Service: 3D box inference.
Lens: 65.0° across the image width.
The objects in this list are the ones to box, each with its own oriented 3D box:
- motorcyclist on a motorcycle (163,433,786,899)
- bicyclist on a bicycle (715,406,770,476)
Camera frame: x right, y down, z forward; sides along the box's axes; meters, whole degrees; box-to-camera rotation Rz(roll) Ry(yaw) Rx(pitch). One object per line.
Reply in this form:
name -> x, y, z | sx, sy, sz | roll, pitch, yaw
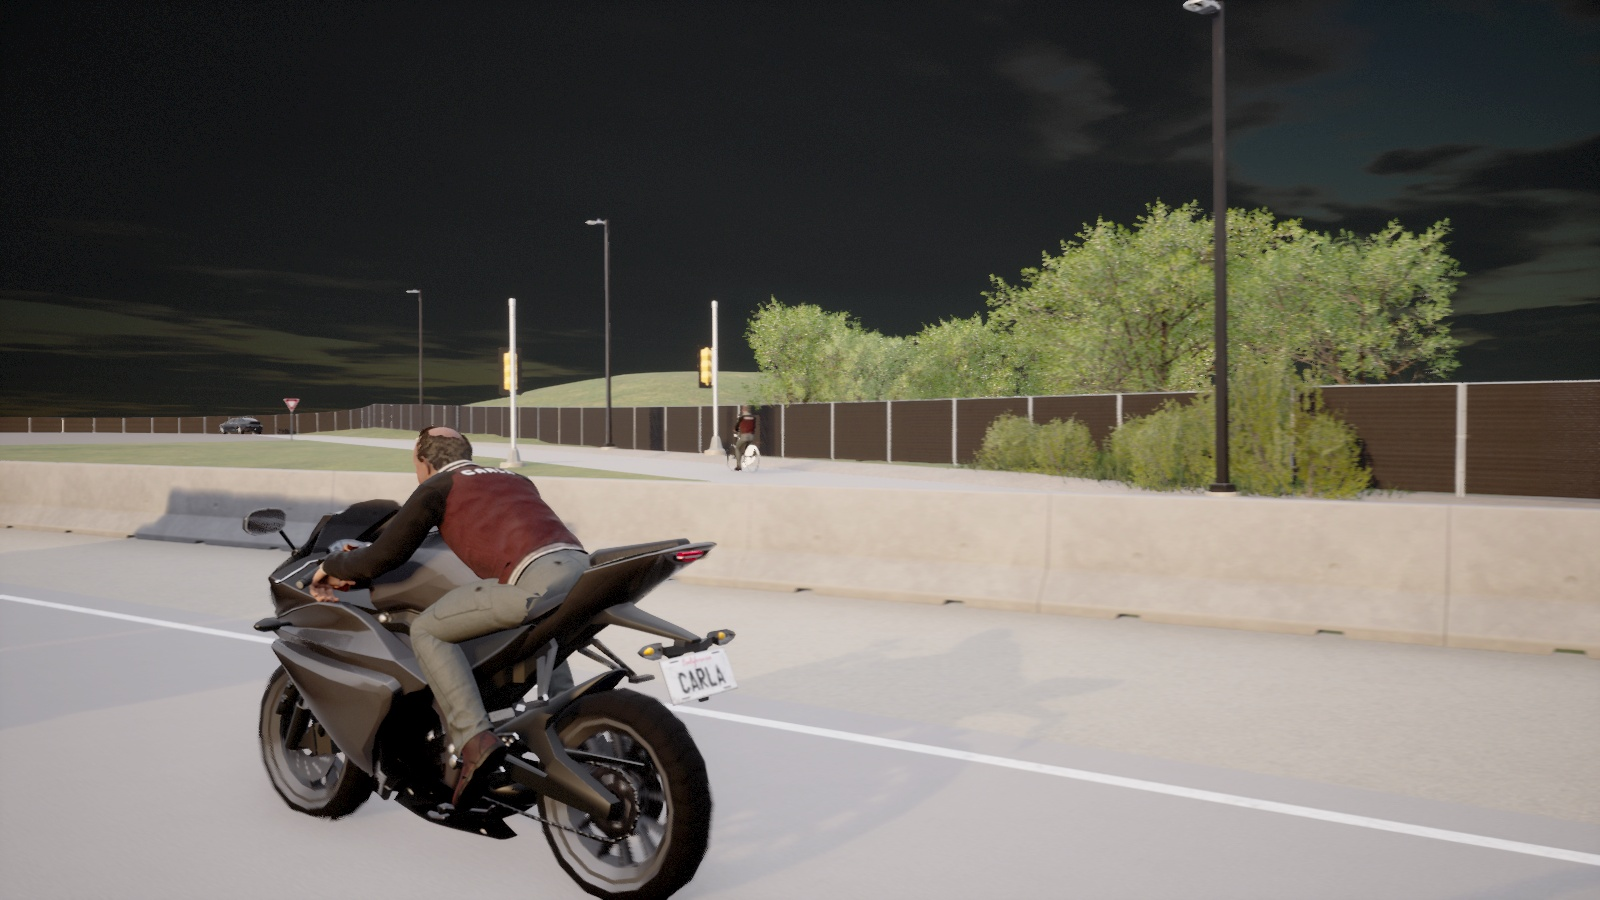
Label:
motorcyclist on a motorcycle -> -1.205, 0.718, 4.425 | 2.191, 1.530, 0.866 | 0, 1, 34
bicyclist on a bicycle -> -1.505, -0.251, 32.527 | 0.659, 1.776, 1.843 | -2, 2, -29
